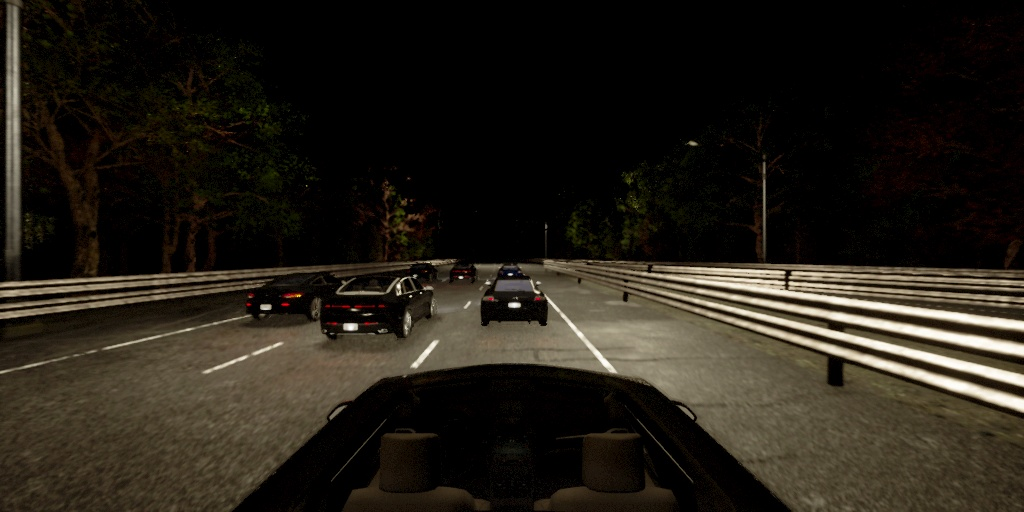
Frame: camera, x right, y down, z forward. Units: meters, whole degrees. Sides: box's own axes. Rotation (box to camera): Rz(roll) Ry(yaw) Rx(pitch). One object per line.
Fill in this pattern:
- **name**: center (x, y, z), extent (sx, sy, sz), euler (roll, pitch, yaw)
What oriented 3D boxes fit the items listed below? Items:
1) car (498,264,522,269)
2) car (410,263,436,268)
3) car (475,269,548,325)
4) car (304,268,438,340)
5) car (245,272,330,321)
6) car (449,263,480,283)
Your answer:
- **car**: center (-0.149, 1.317, 28.237), extent (1.994, 1.385, 4.181), euler (0, 0, -1)
- **car**: center (-7.158, 1.281, 28.752), extent (1.812, 1.442, 4.674), euler (0, 0, -1)
- **car**: center (0.054, 1.313, 11.803), extent (1.994, 1.385, 4.181), euler (0, 0, 0)
- **car**: center (-3.433, 1.254, 10.022), extent (1.837, 1.490, 4.892), euler (0, 0, 0)
- **car**: center (-6.948, 1.276, 12.399), extent (1.812, 1.442, 4.674), euler (0, 0, 0)
- **car**: center (-3.638, 1.259, 27.669), extent (1.837, 1.490, 4.892), euler (0, 0, -1)
